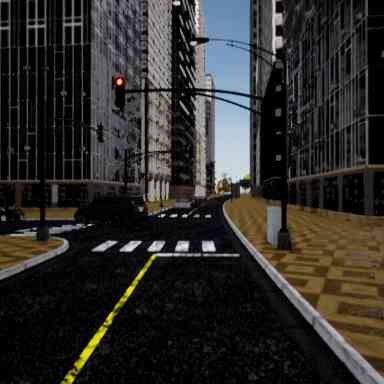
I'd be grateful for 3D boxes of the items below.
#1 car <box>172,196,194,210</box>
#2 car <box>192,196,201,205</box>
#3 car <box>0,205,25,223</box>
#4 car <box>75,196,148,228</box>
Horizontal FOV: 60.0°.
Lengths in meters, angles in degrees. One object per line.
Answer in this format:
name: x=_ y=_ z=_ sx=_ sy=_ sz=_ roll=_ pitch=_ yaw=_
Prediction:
car: x=-1.227 y=1.540 z=40.946 sx=1.895 sy=1.301 sz=4.718 roll=0 pitch=0 yaw=5
car: x=0.439 y=1.390 z=57.057 sx=2.128 sy=1.511 sz=4.902 roll=0 pitch=0 yaw=7
car: x=-16.459 y=1.833 z=28.223 sx=4.403 sy=1.369 sz=2.008 roll=-1 pitch=1 yaw=10
car: x=-5.620 y=1.286 z=23.033 sx=5.566 sy=2.045 sz=2.150 roll=0 pitch=0 yaw=31
